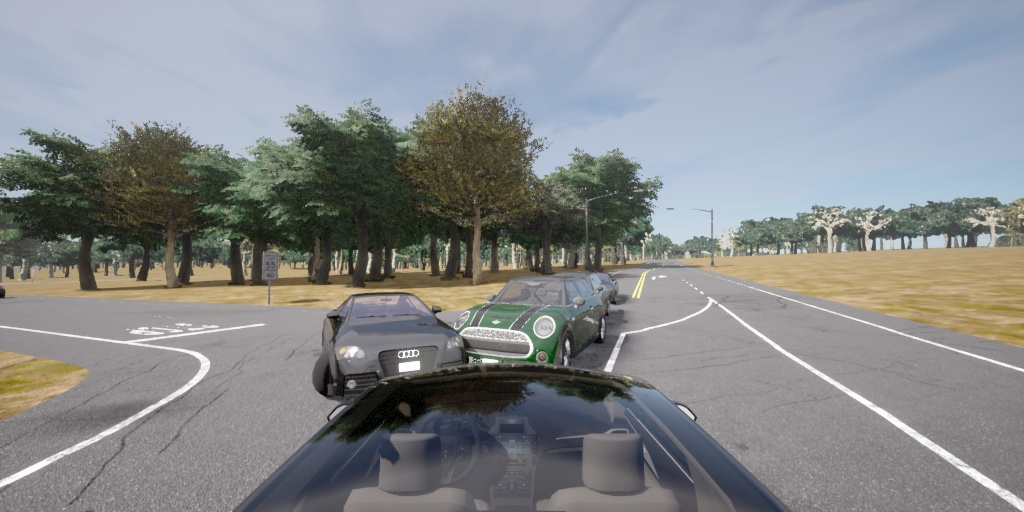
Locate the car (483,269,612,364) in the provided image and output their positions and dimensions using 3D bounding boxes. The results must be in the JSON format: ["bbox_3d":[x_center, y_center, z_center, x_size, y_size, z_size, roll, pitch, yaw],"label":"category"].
[{"bbox_3d":[0.618,1.218,7.814,2.097,1.767,4.553,-1,-2,26],"label":"car"}]

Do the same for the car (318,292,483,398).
[{"bbox_3d":[-2.354,1.376,6.609,1.994,1.385,4.181,1,-2,-29],"label":"car"}]

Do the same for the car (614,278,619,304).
[{"bbox_3d":[4.218,1.509,17.854,1.994,1.385,4.181,-1,0,19],"label":"car"}]

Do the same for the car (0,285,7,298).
[{"bbox_3d":[-40.859,2.562,27.373,4.181,1.385,1.994,-2,-3,22],"label":"car"}]

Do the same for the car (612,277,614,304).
[{"bbox_3d":[2.025,1.344,12.127,2.097,1.767,4.553,-1,-1,21],"label":"car"}]
